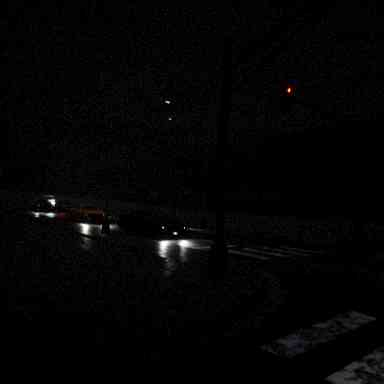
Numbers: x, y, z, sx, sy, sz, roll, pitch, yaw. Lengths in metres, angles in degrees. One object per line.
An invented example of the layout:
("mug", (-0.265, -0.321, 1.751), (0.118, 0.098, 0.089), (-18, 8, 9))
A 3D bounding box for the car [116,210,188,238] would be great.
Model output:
("car", (-2.488, 1.758, 19.229), (2.033, 1.411, 5.357), (4, -3, -38))

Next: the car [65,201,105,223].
("car", (-8.914, 1.774, 28.240), (1.882, 1.535, 5.008), (4, -3, -35))

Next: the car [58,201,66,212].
("car", (-17.714, 1.936, 45.454), (2.128, 1.511, 4.902), (4, -2, -35))

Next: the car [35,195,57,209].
("car", (-23.588, 1.544, 53.584), (2.150, 2.045, 5.566), (4, -1, -36))

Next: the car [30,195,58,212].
("car", (-19.280, 1.643, 42.766), (2.097, 1.767, 4.553), (4, -2, -35))
